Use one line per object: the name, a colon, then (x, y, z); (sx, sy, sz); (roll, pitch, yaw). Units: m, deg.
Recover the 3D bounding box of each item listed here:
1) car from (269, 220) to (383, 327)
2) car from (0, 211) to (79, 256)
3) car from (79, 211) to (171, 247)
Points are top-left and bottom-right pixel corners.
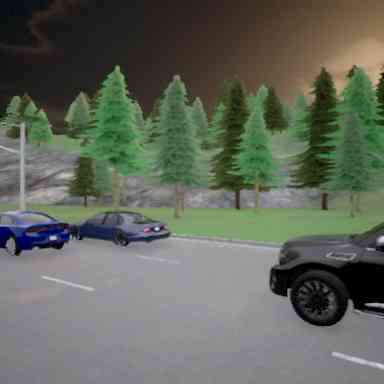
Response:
car: (4.112, 1.225, 5.355); (5.566, 2.045, 2.150); (0, 0, 35)
car: (-6.951, 1.486, 13.217); (5.008, 1.535, 1.882); (0, 0, 35)
car: (-3.475, 1.554, 15.056); (5.357, 1.411, 2.033); (0, 0, 35)
